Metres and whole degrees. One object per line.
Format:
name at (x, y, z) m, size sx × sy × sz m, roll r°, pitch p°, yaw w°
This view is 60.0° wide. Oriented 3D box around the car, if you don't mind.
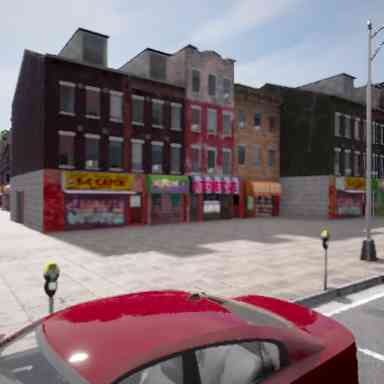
car at (-0.592, 1.545, 2.377) m, size 4.507 × 1.381 × 1.887 m, roll 0°, pitch 1°, yaw -36°
